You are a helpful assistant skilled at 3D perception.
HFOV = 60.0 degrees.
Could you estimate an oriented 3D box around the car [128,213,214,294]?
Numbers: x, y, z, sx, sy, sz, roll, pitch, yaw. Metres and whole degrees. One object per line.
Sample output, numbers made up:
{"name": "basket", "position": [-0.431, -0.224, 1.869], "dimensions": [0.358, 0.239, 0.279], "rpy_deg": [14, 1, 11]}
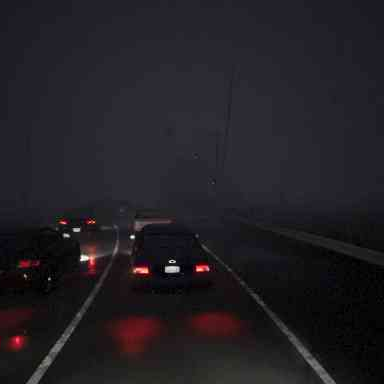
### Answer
{"name": "car", "position": [-0.693, 1.547, 8.936], "dimensions": [2.033, 1.411, 5.357], "rpy_deg": [0, 0, -7]}

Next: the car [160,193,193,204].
{"name": "car", "position": [-2.674, 1.352, 57.525], "dimensions": [4.553, 1.767, 2.097], "rpy_deg": [0, 0, -20]}

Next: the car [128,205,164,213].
{"name": "car", "position": [-2.371, 1.601, 18.437], "dimensions": [1.895, 1.301, 4.718], "rpy_deg": [0, 0, -12]}

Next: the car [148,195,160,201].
{"name": "car", "position": [-6.911, 1.352, 67.119], "dimensions": [4.553, 1.767, 2.097], "rpy_deg": [0, 0, -20]}

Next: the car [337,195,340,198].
{"name": "car", "position": [35.197, 1.525, 80.882], "dimensions": [4.902, 1.511, 2.128], "rpy_deg": [0, 0, -34]}

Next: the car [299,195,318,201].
{"name": "car", "position": [28.116, 1.552, 80.555], "dimensions": [4.181, 1.385, 1.994], "rpy_deg": [0, 0, -26]}

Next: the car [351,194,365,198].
{"name": "car", "position": [26.462, 1.504, 49.226], "dimensions": [4.892, 1.490, 1.837], "rpy_deg": [0, 0, -20]}

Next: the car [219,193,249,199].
{"name": "car", "position": [7.087, 1.221, 61.026], "dimensions": [5.566, 2.045, 2.150], "rpy_deg": [0, 0, -19]}

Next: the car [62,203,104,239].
{"name": "car", "position": [-5.685, 1.526, 17.104], "dimensions": [1.812, 1.442, 4.674], "rpy_deg": [0, 0, -13]}

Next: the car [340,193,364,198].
{"name": "car", "position": [35.695, 1.225, 72.841], "dimensions": [5.566, 2.045, 2.150], "rpy_deg": [0, 0, -30]}

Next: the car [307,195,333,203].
{"name": "car", "position": [26.155, 1.478, 67.913], "dimensions": [5.008, 1.535, 1.882], "rpy_deg": [0, 0, -22]}

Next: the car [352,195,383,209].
{"name": "car", "position": [24.771, 1.547, 44.881], "dimensions": [5.357, 1.411, 2.033], "rpy_deg": [0, 0, -20]}

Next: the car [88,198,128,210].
{"name": "car", "position": [-10.923, 1.508, 43.183], "dimensions": [4.892, 1.490, 1.837], "rpy_deg": [0, 0, -20]}

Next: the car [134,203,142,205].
{"name": "car", "position": [-7.701, 1.529, 36.904], "dimensions": [4.674, 1.442, 1.812], "rpy_deg": [0, 0, -20]}

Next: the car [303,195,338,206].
{"name": "car", "position": [21.107, 1.601, 54.721], "dimensions": [4.718, 1.301, 1.895], "rpy_deg": [0, 0, -20]}

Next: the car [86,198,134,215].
{"name": "car", "position": [-8.669, 1.482, 32.834], "dimensions": [5.008, 1.535, 1.882], "rpy_deg": [0, 0, -20]}

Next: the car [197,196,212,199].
{"name": "car", "position": [2.268, 1.553, 70.362], "dimensions": [4.181, 1.385, 1.994], "rpy_deg": [0, 0, -20]}

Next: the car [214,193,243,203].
{"name": "car", "position": [7.523, 1.221, 68.544], "dimensions": [5.566, 2.045, 2.150], "rpy_deg": [0, 0, -20]}

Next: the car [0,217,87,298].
{"name": "car", "position": [-4.208, 1.564, 8.494], "dimensions": [1.994, 1.385, 4.181], "rpy_deg": [0, 0, -6]}

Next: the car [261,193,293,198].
{"name": "car", "position": [16.849, 1.221, 64.503], "dimensions": [5.566, 2.045, 2.150], "rpy_deg": [0, 0, -19]}
